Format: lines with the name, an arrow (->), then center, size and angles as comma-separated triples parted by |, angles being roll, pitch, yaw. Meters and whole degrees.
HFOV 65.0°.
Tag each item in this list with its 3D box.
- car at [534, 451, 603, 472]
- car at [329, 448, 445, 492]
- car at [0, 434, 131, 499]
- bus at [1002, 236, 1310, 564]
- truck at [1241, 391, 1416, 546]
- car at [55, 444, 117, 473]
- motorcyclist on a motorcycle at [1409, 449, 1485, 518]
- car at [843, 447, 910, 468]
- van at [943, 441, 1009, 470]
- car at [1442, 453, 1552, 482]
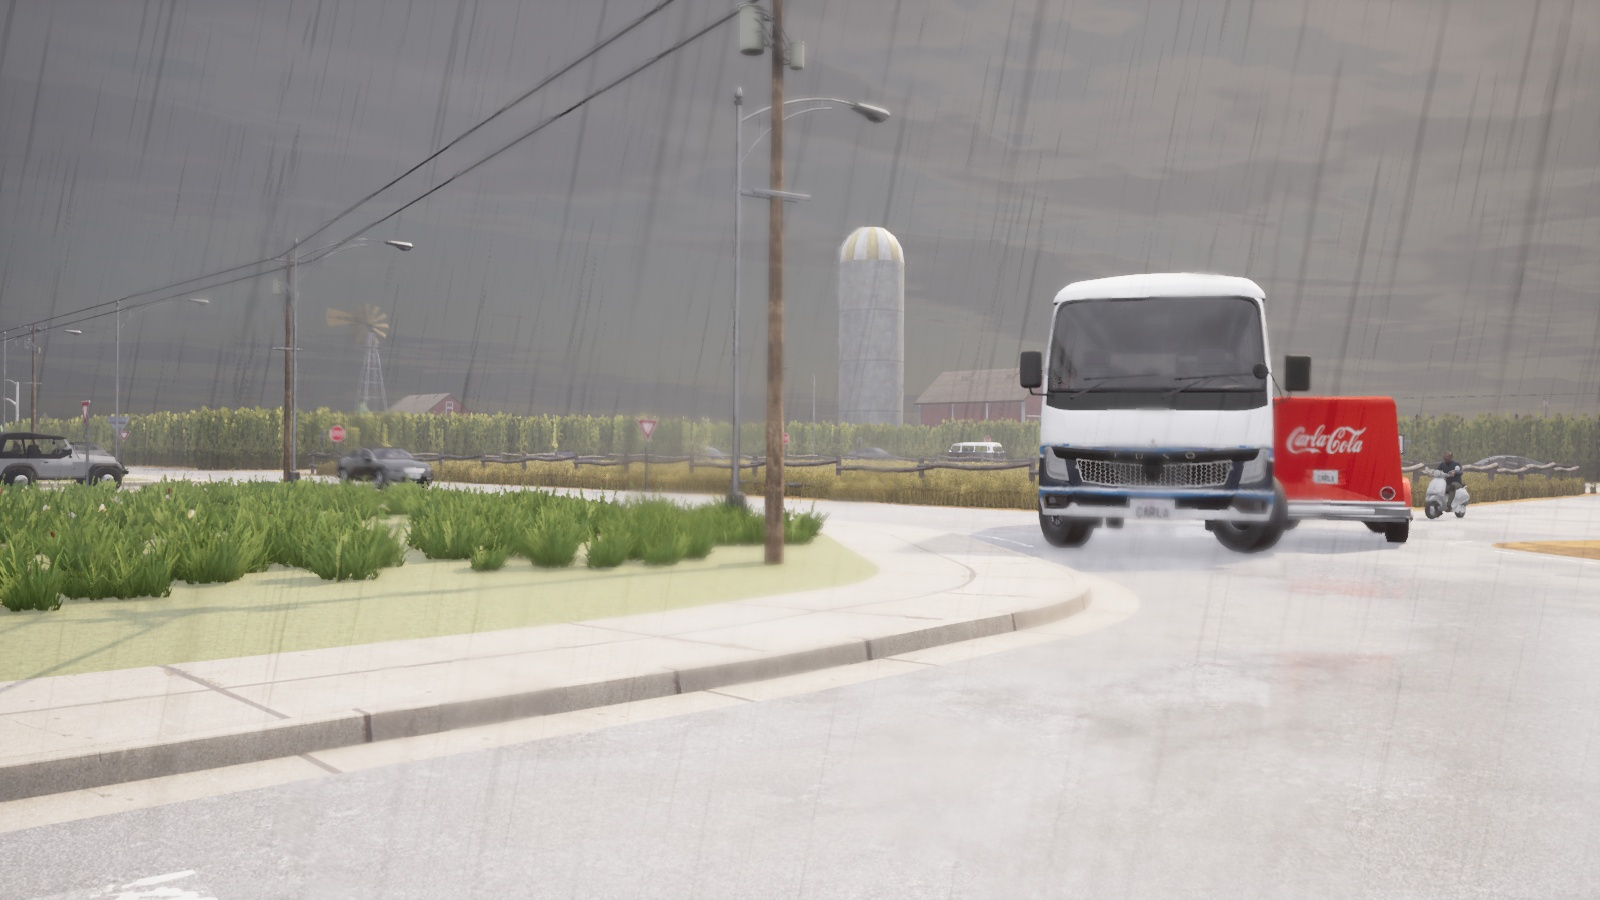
car -> -15.628, 0.787, 85.033 | 4.181, 1.385, 1.994 | 0, 0, -43
car -> -14.937, 0.675, 45.286 | 2.128, 1.511, 4.902 | 0, 0, -43
car -> -22.843, 0.485, 38.366 | 3.866, 1.878, 1.905 | 0, 0, -44
bus -> 6.261, -0.612, 21.788 | 3.944, 4.253, 10.273 | 0, 0, 17
truck -> 9.650, 0.291, 22.785 | 2.627, 2.467, 5.204 | 0, 0, 25
car -> -42.823, 0.484, 75.254 | 2.242, 1.667, 4.611 | 0, 0, -43
motorcyclist on a motorcycle -> 15.276, 0.765, 29.637 | 1.817, 1.590, 0.866 | 0, 0, -36
car -> 5.800, 0.586, 95.673 | 4.892, 1.490, 1.837 | 1, 0, 35
van -> 12.970, 0.393, 92.609 | 2.069, 2.038, 4.480 | 0, 1, -42
car -> 37.342, 0.908, 67.389 | 4.892, 1.490, 1.837 | 0, 1, 17
